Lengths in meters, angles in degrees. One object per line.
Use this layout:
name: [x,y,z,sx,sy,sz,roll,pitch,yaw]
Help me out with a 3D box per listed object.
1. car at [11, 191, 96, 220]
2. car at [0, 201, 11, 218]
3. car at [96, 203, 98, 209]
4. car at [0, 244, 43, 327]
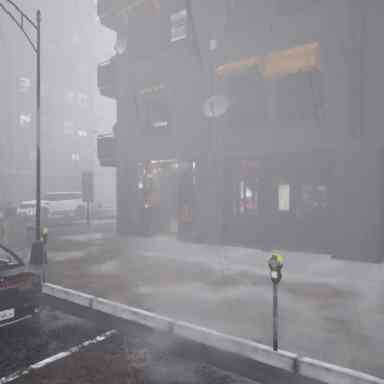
car: [-10.741,0.994,26.274,2.150,2.045,5.566,0,1,35]
car: [-13.991,1.350,26.132,2.008,1.369,4.403,1,1,35]
car: [-10.889,1.250,30.549,1.752,1.417,4.829,1,1,35]
car: [-4.485,1.551,6.095,4.403,1.369,2.008,0,0,36]
